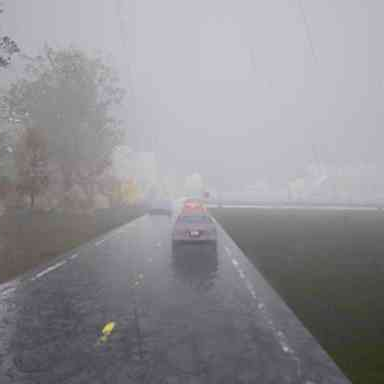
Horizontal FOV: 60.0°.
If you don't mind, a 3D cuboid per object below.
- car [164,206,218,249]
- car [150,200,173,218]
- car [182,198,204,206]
[{"bbox_3d":[0.101,1.548,14.586,2.033,1.411,5.357,0,0,0],"label":"car"},{"bbox_3d":[-2.751,1.480,30.849,1.882,1.535,5.008,0,0,0],"label":"car"},{"bbox_3d":[0.100,1.355,33.178,2.097,1.767,4.553,0,0,0],"label":"car"}]
